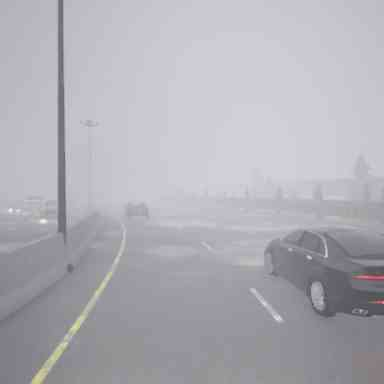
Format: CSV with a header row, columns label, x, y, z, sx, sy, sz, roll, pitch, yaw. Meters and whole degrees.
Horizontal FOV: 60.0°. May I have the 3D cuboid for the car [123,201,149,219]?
label,x,y,z,sx,sy,sz,roll,pitch,yaw
car,-5.105,1.571,30.210,2.128,1.511,4.902,0,0,-17

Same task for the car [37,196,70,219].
label,x,y,z,sx,sy,sz,roll,pitch,yaw
car,-12.948,1.494,31.325,2.097,1.767,4.553,0,0,-18

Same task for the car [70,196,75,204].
label,x,y,z,sx,sy,sz,roll,pitch,yaw
car,-26.295,1.730,71.342,2.097,1.767,4.553,0,-1,-19

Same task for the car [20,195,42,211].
label,x,y,z,sx,sy,sz,roll,pitch,yaw
car,-20.977,1.446,44.330,2.150,2.045,5.566,0,0,-18

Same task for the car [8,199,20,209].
label,x,y,z,sx,sy,sz,roll,pitch,yaw
car,-27.065,1.769,51.538,2.128,1.511,4.902,0,0,-18

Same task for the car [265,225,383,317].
label,x,y,z,sx,sy,sz,roll,pitch,yaw
car,3.076,1.501,7.485,1.837,1.490,4.892,0,0,-4
